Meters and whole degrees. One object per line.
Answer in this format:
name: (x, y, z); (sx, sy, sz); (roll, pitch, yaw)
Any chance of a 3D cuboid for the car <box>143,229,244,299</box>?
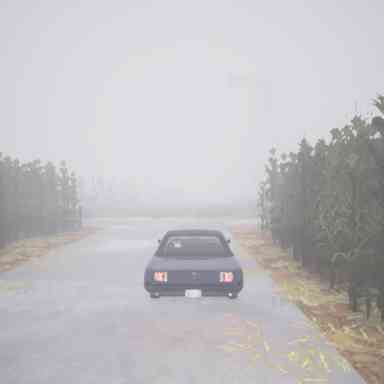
car: (0.052, 1.587, 8.367); (1.895, 1.301, 4.718); (0, 0, 1)
